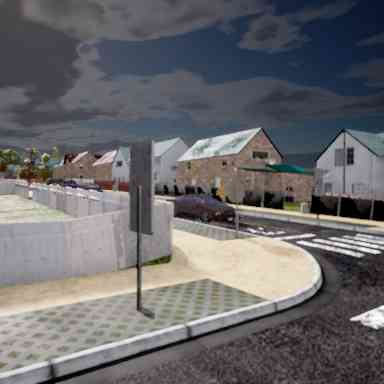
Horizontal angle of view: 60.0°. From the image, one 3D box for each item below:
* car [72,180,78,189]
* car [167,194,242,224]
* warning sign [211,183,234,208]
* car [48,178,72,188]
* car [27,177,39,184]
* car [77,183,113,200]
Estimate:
[{"bbox_3d":[-13.883,-0.498,44.401,2.033,1.411,5.357,1,2,-35],"label":"car"},{"bbox_3d":[0.439,0.860,18.980,2.033,1.411,5.357,0,2,-35],"label":"car"},{"bbox_3d":[2.342,0.265,25.535,1.300,1.860,1.060,-3,2,-35],"label":"warning sign"},{"bbox_3d":[-18.843,-1.212,46.591,2.097,1.767,4.553,0,2,-35],"label":"car"},{"bbox_3d":[-39.148,-2.876,81.862,2.097,1.767,4.553,-3,3,-35],"label":"car"},{"bbox_3d":[-9.566,0.087,33.222,1.895,1.301,4.718,0,2,-35],"label":"car"}]
